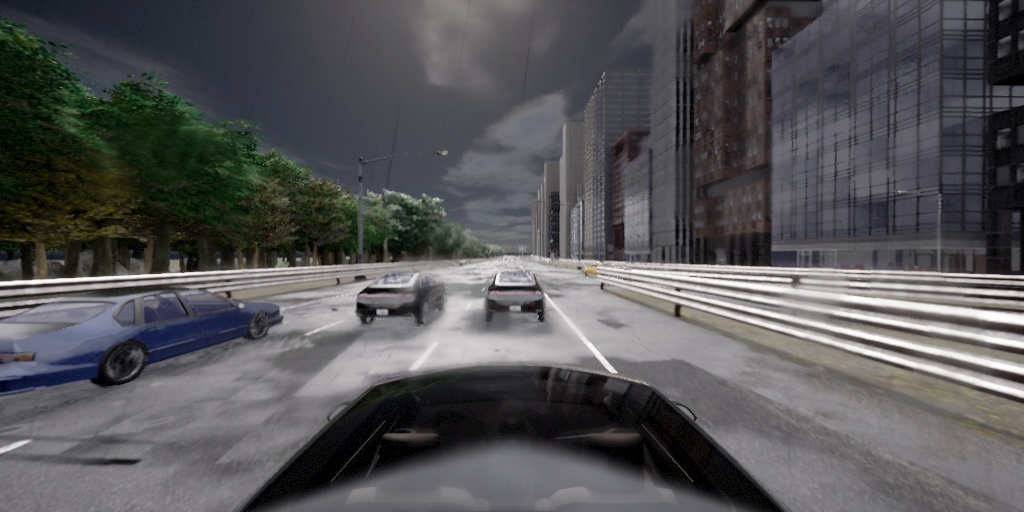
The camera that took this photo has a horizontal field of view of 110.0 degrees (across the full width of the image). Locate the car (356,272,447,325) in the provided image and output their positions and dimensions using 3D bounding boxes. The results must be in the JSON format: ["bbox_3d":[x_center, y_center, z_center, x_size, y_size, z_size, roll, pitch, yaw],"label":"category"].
[{"bbox_3d":[-3.398,1.266,11.829,2.128,1.511,4.902,0,0,0],"label":"car"}]

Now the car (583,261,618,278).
[{"bbox_3d":[8.603,1.319,35.082,1.801,1.575,5.366,0,0,-12],"label":"car"}]

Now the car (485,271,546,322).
[{"bbox_3d":[0.101,1.268,12.514,2.128,1.511,4.902,0,0,0],"label":"car"}]

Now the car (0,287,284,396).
[{"bbox_3d":[-6.901,1.310,6.909,2.033,1.411,5.357,0,0,0],"label":"car"}]
